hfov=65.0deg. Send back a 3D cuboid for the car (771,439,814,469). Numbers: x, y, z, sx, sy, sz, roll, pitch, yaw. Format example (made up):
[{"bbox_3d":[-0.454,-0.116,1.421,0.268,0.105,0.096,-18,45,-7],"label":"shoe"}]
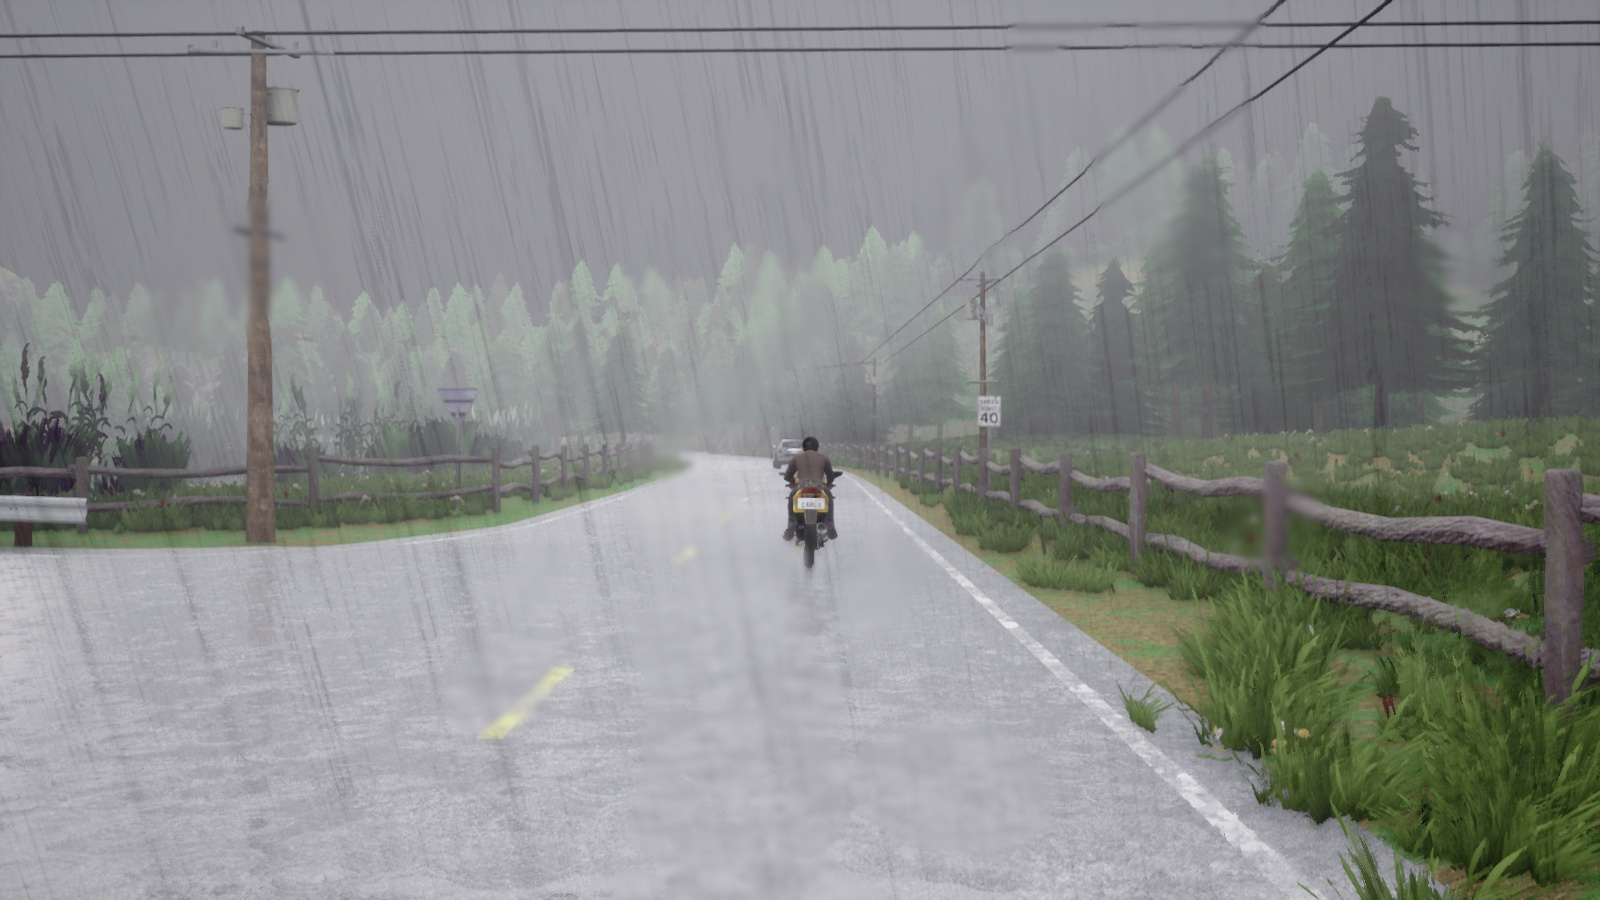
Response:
[{"bbox_3d":[-0.421,0.185,64.291,1.970,1.475,3.806,0,0,-4],"label":"car"}]

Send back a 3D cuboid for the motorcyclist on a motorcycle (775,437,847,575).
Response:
[{"bbox_3d":[0.125,0.607,14.865,0.797,1.523,2.044,0,0,0],"label":"motorcyclist on a motorcycle"}]
